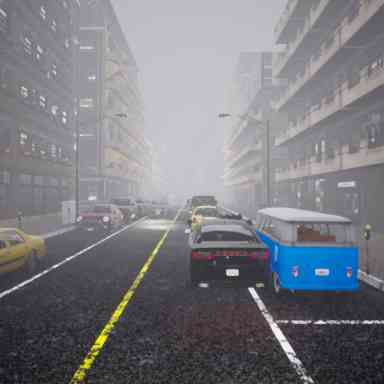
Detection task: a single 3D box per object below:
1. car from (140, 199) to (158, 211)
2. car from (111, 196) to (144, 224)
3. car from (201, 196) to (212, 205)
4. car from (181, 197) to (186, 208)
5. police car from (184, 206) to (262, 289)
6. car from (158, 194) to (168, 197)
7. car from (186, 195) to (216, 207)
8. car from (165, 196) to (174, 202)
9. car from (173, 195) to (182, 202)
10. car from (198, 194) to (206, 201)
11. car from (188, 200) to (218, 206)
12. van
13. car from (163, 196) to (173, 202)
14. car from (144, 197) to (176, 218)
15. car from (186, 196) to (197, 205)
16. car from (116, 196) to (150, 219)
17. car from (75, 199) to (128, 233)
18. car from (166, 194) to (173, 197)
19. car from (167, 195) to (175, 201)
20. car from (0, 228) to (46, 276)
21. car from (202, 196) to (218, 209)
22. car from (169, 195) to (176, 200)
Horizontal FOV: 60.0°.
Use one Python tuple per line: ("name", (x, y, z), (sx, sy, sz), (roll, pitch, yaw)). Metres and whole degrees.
("car", (-5.338, 1.586, 41.682), (1.802, 1.307, 4.206), (1, 0, 0))
("car", (-5.322, 1.318, 25.035), (2.192, 1.841, 5.009), (1, 0, 0))
("car", (2.530, 1.530, 58.526), (1.752, 1.417, 4.829), (1, 0, 0))
("car", (-0.021, 1.552, 45.789), (2.033, 1.411, 5.357), (0, 0, 0))
("police car", (0.819, 1.427, 9.323), (1.930, 1.638, 5.238), (0, 0, 0))
("car", (-5.346, 1.530, 52.610), (1.752, 1.417, 4.829), (1, 0, 0))
("car", (0.806, 1.228, 25.245), (2.150, 2.045, 5.566), (0, 0, 0))
("car", (-5.368, 1.568, 80.525), (1.947, 1.339, 4.313), (1, 0, 0))
("car", (-2.806, 1.529, 72.078), (1.812, 1.442, 4.674), (0, 0, 0))
("car", (2.509, 1.442, 86.101), (1.967, 1.590, 4.097), (1, 0, 0))
("car", (0.811, 1.458, 19.404), (1.801, 1.575, 5.366), (0, 0, 0))
("van", (2.571, 1.342, 8.414), (1.690, 1.788, 3.998), (1, 0, 0))
("car", (-5.364, 1.554, 74.976), (2.008, 1.369, 4.403), (1, 0, 0))
("car", (-2.873, 1.495, 30.468), (2.128, 1.511, 4.902), (0, 0, 0))
("car", (-0.046, 1.482, 59.319), (1.882, 1.535, 5.008), (0, 0, 0))
("car", (-5.326, 1.319, 30.584), (2.192, 1.841, 5.009), (1, 0, 0))
("car", (-5.319, 1.443, 19.486), (1.967, 1.590, 4.097), (1, 0, 0))
("car", (-5.352, 1.319, 63.878), (2.192, 1.841, 5.009), (1, 0, 0))
("car", (-5.373, 1.584, 86.074), (1.802, 1.307, 4.206), (1, 0, 0))
("car", (-5.311, 1.527, 8.218), (1.752, 1.417, 4.829), (1, 0, 0))
("car", (2.539, 1.445, 47.258), (1.967, 1.590, 4.097), (1, 0, 0))
("car", (-5.377, 1.583, 91.623), (1.802, 1.307, 4.206), (1, 0, 0))
